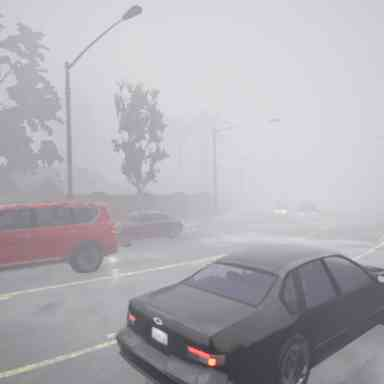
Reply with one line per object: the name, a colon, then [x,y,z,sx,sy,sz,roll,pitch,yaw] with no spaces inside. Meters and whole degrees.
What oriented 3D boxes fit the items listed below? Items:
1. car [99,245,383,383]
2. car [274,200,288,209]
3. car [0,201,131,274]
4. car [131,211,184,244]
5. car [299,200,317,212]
car: [1.554,1.570,5.174,5.357,1.411,2.033,0,-1,-41]
car: [14.317,1.968,53.172,2.128,1.511,4.902,-1,-1,16]
car: [-4.784,1.311,9.280,5.566,2.045,2.150,0,0,-39]
car: [-2.384,1.667,16.149,1.812,1.442,4.674,-1,-1,44]
car: [15.470,1.864,44.414,1.812,1.442,4.674,-1,-1,16]
